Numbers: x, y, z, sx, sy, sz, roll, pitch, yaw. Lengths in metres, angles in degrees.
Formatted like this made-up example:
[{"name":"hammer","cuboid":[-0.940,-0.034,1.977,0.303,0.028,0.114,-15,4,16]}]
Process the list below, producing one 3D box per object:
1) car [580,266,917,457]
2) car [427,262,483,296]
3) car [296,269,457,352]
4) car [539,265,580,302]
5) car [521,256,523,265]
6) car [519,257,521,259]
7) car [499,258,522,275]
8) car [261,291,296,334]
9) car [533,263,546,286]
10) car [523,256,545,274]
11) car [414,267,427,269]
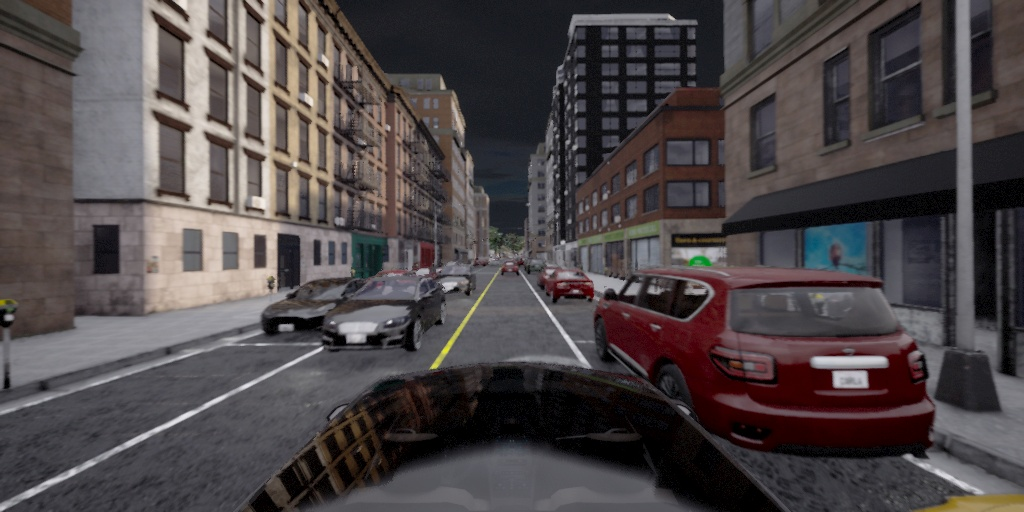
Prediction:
[{"name":"car","cuboid":[2.629,1.045,5.190,2.192,1.841,5.009,0,0,0]},{"name":"car","cuboid":[-2.975,1.257,19.526,2.128,1.511,4.902,0,0,0]},{"name":"car","cuboid":[-2.896,1.260,9.090,2.128,1.511,4.902,0,0,0]},{"name":"car","cuboid":[2.530,1.273,16.548,1.888,1.381,4.507,0,0,0]},{"name":"car","cuboid":[2.606,1.066,47.300,2.097,1.767,4.553,0,0,0]},{"name":"car","cuboid":[2.134,1.022,61.977,2.192,1.841,5.009,0,0,0]},{"name":"car","cuboid":[-0.210,1.263,38.533,1.812,1.442,4.674,0,0,0]},{"name":"car","cuboid":[-5.448,1.352,10.806,1.948,1.339,4.313,0,0,0]},{"name":"car","cuboid":[2.480,1.308,22.226,1.802,1.307,4.207,0,0,0]},{"name":"car","cuboid":[2.667,1.069,40.301,2.097,1.767,4.553,0,0,0]},{"name":"car","cuboid":[-5.498,1.329,16.484,1.888,1.381,4.507,0,0,0]}]
